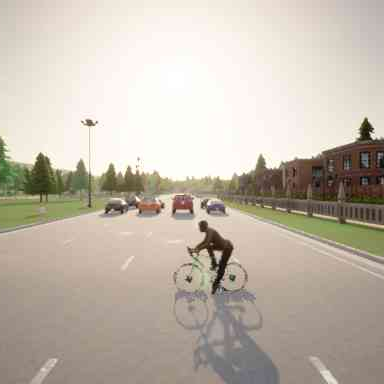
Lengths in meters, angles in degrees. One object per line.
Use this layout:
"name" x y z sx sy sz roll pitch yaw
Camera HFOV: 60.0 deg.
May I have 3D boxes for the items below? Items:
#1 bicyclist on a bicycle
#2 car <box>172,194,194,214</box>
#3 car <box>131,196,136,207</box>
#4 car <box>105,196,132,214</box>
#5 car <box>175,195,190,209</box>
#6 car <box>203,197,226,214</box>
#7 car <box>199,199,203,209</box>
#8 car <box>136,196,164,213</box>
"bicyclist on a bicycle" 0.411 1.453 7.400 1.656 1.620 0.582 -1 0 -2
"car" -0.985 1.219 35.723 2.150 2.045 5.566 0 0 -2
"car" -8.344 1.352 46.540 2.097 1.767 4.553 0 0 -1
"car" -7.986 1.506 35.642 1.837 1.490 4.892 0 0 -1
"car" -1.358 1.352 47.165 2.097 1.767 4.553 0 0 -1
"car" 2.508 1.525 36.094 1.812 1.442 4.674 0 0 -1
"car" 2.160 1.505 46.383 1.837 1.490 4.892 0 0 -1
"car" -4.498 1.352 36.229 2.097 1.767 4.553 0 0 -1
